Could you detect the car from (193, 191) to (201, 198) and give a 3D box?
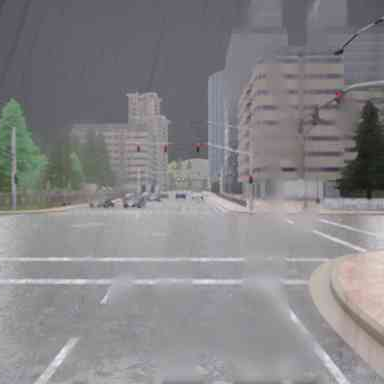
[{"bbox_3d":[1.221,0.613,77.642,1.812,1.442,4.674,0,1,1],"label":"car"}]

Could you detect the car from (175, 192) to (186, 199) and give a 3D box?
[{"bbox_3d":[-2.382,0.678,68.312,1.882,1.535,5.008,0,1,1],"label":"car"}]

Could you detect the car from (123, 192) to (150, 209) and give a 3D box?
[{"bbox_3d":[-6.321,1.061,36.765,2.128,1.511,4.902,0,1,1],"label":"car"}]

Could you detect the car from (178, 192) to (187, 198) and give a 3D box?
[{"bbox_3d":[-2.279,0.683,77.712,1.895,1.301,4.718,0,1,1],"label":"car"}]

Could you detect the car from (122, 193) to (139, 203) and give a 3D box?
[{"bbox_3d":[-9.628,0.911,52.545,1.812,1.442,4.674,0,0,1],"label":"car"}]

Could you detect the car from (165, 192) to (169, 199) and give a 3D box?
[{"bbox_3d":[-5.872,0.724,69.222,2.033,1.411,5.357,0,1,1],"label":"car"}]

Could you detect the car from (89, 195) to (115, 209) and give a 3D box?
[{"bbox_3d":[-9.850,1.061,36.805,2.128,1.511,4.902,0,1,2],"label":"car"}]

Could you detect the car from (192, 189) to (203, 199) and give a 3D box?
[{"bbox_3d":[1.115,0.426,67.955,2.150,2.045,5.566,0,1,1],"label":"car"}]

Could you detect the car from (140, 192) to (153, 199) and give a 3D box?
[{"bbox_3d":[-9.376,0.718,68.844,1.812,1.442,4.674,0,1,1],"label":"car"}]

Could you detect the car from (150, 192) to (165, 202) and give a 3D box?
[{"bbox_3d":[-6.106,0.861,53.866,2.128,1.511,4.902,0,1,1],"label":"car"}]
